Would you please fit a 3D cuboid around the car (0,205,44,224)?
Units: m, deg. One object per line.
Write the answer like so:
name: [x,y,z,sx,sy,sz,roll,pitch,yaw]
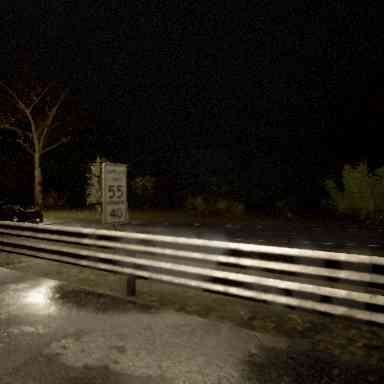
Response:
car: [-13.033,1.690,23.826,4.892,1.490,1.837,0,0,17]
